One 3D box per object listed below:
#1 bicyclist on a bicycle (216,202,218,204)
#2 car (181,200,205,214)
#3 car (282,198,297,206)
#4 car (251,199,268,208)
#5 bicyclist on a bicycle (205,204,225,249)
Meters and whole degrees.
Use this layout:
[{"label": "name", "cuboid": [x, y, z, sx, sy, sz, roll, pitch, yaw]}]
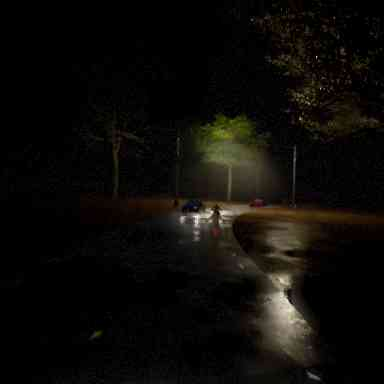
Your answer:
[{"label": "bicyclist on a bicycle", "cuboid": [1.736, 1.495, 23.376, 0.866, 1.612, 1.509, 1, -1, 7]}, {"label": "car", "cuboid": [0.230, 1.568, 35.940, 1.812, 1.442, 4.674, 1, 0, 15]}, {"label": "car", "cuboid": [20.580, 2.064, 70.166, 1.837, 1.490, 4.892, 2, 0, 40]}, {"label": "car", "cuboid": [11.303, 1.873, 55.543, 1.994, 1.385, 4.181, 2, 0, 27]}, {"label": "bicyclist on a bicycle", "cuboid": [0.973, 1.465, 13.813, 0.866, 1.612, 1.509, 0, 2, 2]}]
